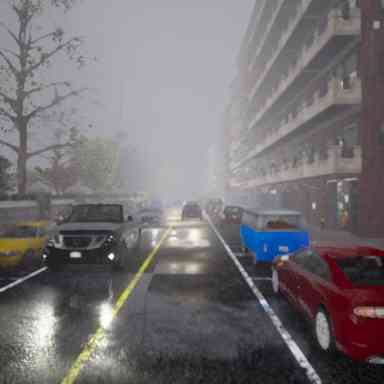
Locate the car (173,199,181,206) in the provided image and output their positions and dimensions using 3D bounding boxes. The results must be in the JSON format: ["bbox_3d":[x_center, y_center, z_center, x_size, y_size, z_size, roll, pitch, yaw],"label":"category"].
[{"bbox_3d":[-2.997,2.190,71.601,2.033,1.411,5.357,0,-1,0],"label":"car"}]

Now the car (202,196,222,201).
[{"bbox_3d":[2.695,1.681,39.806,2.192,1.841,5.009,0,-1,0],"label":"car"}]

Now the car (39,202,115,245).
[{"bbox_3d":[-5.687,1.470,17.287,2.192,1.841,5.009,0,-1,0],"label":"car"}]

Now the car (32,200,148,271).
[{"bbox_3d":[-3.098,1.322,11.608,2.150,2.045,5.566,0,0,0],"label":"car"}]

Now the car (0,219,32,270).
[{"bbox_3d":[-5.687,1.628,11.485,1.752,1.417,4.829,0,-1,0],"label":"car"}]

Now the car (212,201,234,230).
[{"bbox_3d":[2.693,1.646,22.915,1.967,1.590,4.097,0,-1,0],"label":"car"}]

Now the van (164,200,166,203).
[{"bbox_3d":[-5.686,1.876,56.695,1.690,1.788,3.998,0,-1,0],"label":"van"}]

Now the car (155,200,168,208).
[{"bbox_3d":[-5.686,2.144,62.323,2.008,1.369,4.403,0,-1,0],"label":"car"}]

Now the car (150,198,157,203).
[{"bbox_3d":[-5.686,1.807,39.805,1.967,1.590,4.097,0,-1,0],"label":"car"}]

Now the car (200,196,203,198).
[{"bbox_3d":[2.694,1.974,56.694,1.967,1.590,4.097,0,-1,0],"label":"car"}]

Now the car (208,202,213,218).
[{"bbox_3d":[2.693,1.810,28.544,2.008,1.369,4.403,0,-1,0],"label":"car"}]

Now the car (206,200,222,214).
[{"bbox_3d":[2.693,1.857,34.174,1.887,1.381,4.507,0,-1,0],"label":"car"}]

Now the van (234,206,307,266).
[{"bbox_3d":[2.693,1.444,11.656,1.690,1.788,3.998,0,-1,0],"label":"van"}]

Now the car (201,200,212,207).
[{"bbox_3d":[2.694,2.175,62.323,1.802,1.307,4.206,0,-1,0],"label":"car"}]

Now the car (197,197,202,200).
[{"bbox_3d":[0.069,1.915,47.113,1.882,1.535,5.008,0,-1,0],"label":"car"}]

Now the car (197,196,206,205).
[{"bbox_3d":[2.397,2.052,83.695,2.150,2.045,5.566,0,-1,0],"label":"car"}]

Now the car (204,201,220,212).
[{"bbox_3d":[2.694,1.972,45.434,2.008,1.369,4.403,0,-1,0],"label":"car"}]

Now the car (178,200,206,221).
[{"bbox_3d":[0.011,1.754,30.330,1.882,1.535,5.008,0,0,0],"label":"car"}]

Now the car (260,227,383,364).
[{"bbox_3d":[2.692,1.598,6.024,1.887,1.381,4.507,0,-1,0],"label":"car"}]

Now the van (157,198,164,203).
[{"bbox_3d":[-5.686,1.819,51.066,1.690,1.788,3.998,0,-1,0],"label":"van"}]

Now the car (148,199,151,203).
[{"bbox_3d":[-5.687,1.753,34.176,1.967,1.590,4.097,0,-1,0],"label":"car"}]

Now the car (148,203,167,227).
[{"bbox_3d":[-3.077,1.775,25.088,2.033,1.411,5.357,0,-1,0],"label":"car"}]

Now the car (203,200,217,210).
[{"bbox_3d":[2.694,2.022,51.064,1.887,1.381,4.507,0,-1,0],"label":"car"}]
